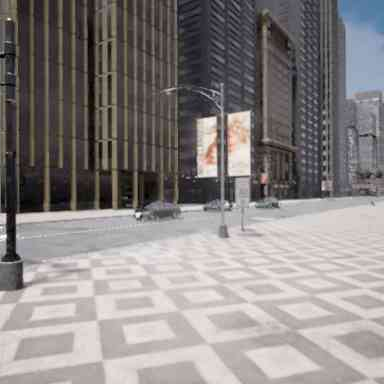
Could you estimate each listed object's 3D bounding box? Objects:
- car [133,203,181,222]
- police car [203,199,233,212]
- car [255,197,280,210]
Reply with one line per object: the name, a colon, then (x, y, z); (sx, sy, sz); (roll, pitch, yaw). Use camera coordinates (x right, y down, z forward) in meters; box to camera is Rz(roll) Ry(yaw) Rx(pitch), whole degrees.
car: (-2.915, 1.667, 28.447); (2.128, 1.511, 4.902); (0, 0, 36)
police car: (3.234, 1.721, 42.411); (2.038, 1.542, 4.974); (0, 0, 36)
car: (10.714, 1.559, 47.291); (2.097, 1.767, 4.553); (0, 0, 36)
